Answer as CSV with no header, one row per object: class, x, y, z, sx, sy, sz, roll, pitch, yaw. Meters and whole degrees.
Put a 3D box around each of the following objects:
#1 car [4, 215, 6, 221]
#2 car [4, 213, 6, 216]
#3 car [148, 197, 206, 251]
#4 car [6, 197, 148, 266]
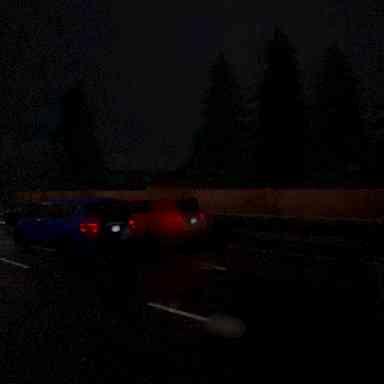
car,-7.696,1.528,10.221,4.902,1.511,2.128,0,0,41
car,-11.575,1.617,23.394,2.033,1.411,5.357,0,0,-44
car,-1.948,1.245,14.460,5.566,2.045,2.150,-1,-1,41
car,-4.327,1.248,11.896,5.566,2.045,2.150,-1,-1,41
